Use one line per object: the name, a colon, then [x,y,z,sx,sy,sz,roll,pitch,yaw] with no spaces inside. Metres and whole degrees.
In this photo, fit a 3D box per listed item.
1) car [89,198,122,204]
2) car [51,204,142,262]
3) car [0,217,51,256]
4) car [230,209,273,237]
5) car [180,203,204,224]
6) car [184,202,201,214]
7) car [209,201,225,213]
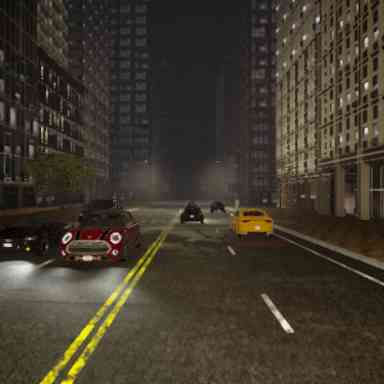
car: [-6.500,1.505,24.535,2.150,2.045,5.566,0,-1,0]
car: [-3.252,1.497,12.647,2.097,1.767,4.553,0,0,0]
car: [-6.518,1.725,13.781,1.994,1.385,4.181,0,-1,0]
car: [3.352,1.704,19.459,1.882,1.535,5.008,0,-1,0]
car: [0.018,1.888,28.097,1.994,1.385,4.181,0,-1,0]
car: [0.060,2.050,42.650,1.994,1.385,4.181,0,-1,0]
car: [3.346,2.006,44.267,1.837,1.490,4.892,0,-1,0]
